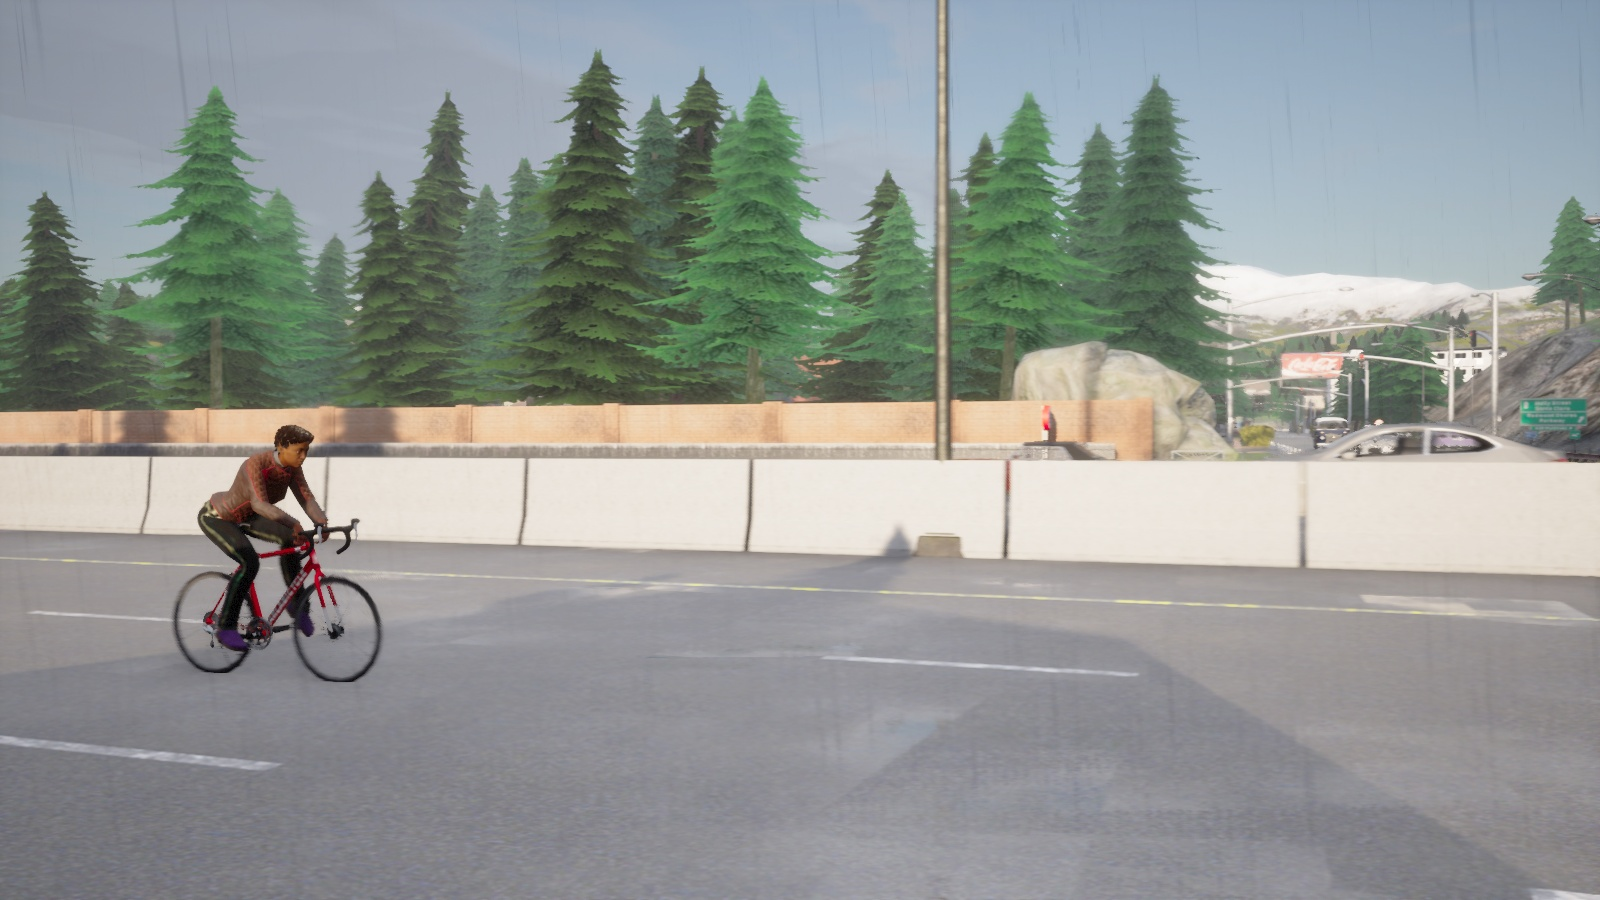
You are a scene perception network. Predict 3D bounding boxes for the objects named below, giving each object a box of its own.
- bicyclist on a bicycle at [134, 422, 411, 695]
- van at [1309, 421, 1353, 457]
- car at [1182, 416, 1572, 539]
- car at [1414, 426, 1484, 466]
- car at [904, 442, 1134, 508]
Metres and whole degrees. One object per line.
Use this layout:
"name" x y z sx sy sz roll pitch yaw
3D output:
"bicyclist on a bicycle" -3.366 0.638 8.017 1.656 1.620 0.582 1 1 19
"van" 30.949 -0.650 73.336 2.069 2.038 4.480 0 1 19
"car" 8.399 0.336 18.826 5.027 1.651 2.152 1 1 19
"car" 28.140 -0.207 54.578 2.033 1.649 4.856 1 1 19
"car" 4.794 0.506 27.429 4.718 1.301 1.895 1 1 19
